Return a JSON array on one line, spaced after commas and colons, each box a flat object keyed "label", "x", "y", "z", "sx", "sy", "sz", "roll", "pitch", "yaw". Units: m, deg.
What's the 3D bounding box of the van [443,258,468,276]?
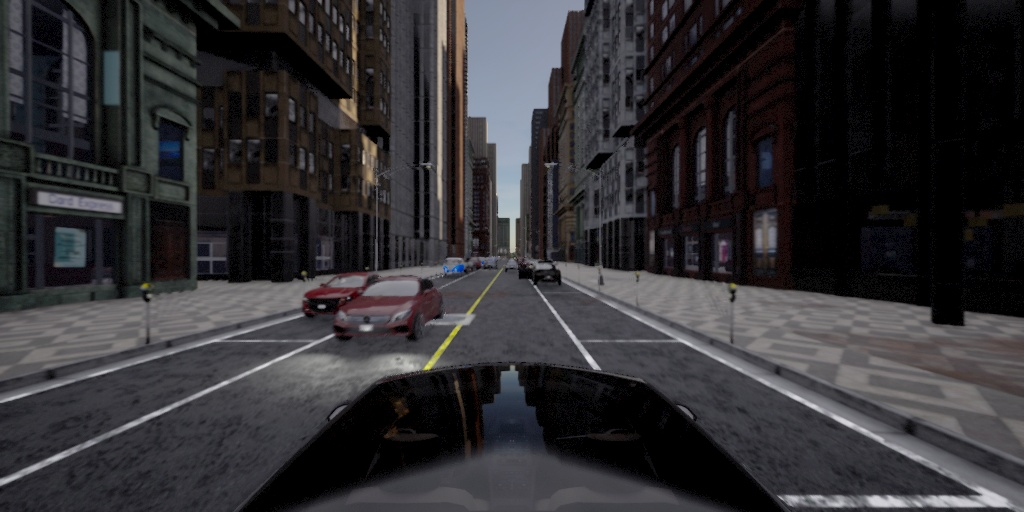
[{"label": "van", "x": -5.757, "y": 1.081, "z": 35.657, "sx": 1.690, "sy": 1.789, "sz": 3.998, "roll": 0, "pitch": 0, "yaw": 0}]

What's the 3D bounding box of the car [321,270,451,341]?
[{"label": "car", "x": -3.098, "y": 1.272, "z": 9.960, "sx": 1.812, "sy": 1.442, "sz": 4.674, "roll": 0, "pitch": 0, "yaw": 0}]

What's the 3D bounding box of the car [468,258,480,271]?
[{"label": "car", "x": -5.755, "y": 1.305, "z": 46.930, "sx": 1.948, "sy": 1.339, "sz": 4.313, "roll": 0, "pitch": 0, "yaw": 0}]

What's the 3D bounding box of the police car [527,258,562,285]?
[{"label": "police car", "x": 2.371, "y": 1.167, "z": 25.819, "sx": 1.930, "sy": 1.638, "sz": 5.238, "roll": 0, "pitch": 0, "yaw": 0}]

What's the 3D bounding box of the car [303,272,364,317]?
[{"label": "car", "x": -5.761, "y": 1.290, "z": 13.110, "sx": 1.888, "sy": 1.381, "sz": 4.507, "roll": 0, "pitch": 0, "yaw": 0}]

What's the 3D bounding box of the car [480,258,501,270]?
[{"label": "car", "x": -3.063, "y": 1.302, "z": 51.496, "sx": 1.994, "sy": 1.385, "sz": 4.181, "roll": 0, "pitch": 0, "yaw": 0}]

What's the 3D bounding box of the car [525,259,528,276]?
[{"label": "car", "x": 2.769, "y": 1.265, "z": 41.474, "sx": 1.751, "sy": 1.417, "sz": 4.829, "roll": 0, "pitch": 0, "yaw": 0}]

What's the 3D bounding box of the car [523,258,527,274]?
[{"label": "car", "x": 2.770, "y": 1.290, "z": 46.940, "sx": 2.007, "sy": 1.370, "sz": 4.403, "roll": 0, "pitch": 0, "yaw": 0}]

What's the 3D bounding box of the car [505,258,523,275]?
[{"label": "car", "x": 0.026, "y": 1.287, "z": 45.847, "sx": 2.033, "sy": 1.411, "sz": 5.357, "roll": 0, "pitch": 0, "yaw": 0}]

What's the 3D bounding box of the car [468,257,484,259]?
[{"label": "car", "x": -5.754, "y": 1.053, "z": 52.567, "sx": 2.192, "sy": 1.841, "sz": 5.009, "roll": 0, "pitch": 0, "yaw": 0}]

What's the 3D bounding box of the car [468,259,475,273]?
[{"label": "car", "x": -5.756, "y": 1.305, "z": 41.294, "sx": 1.948, "sy": 1.339, "sz": 4.313, "roll": 0, "pitch": 0, "yaw": 0}]
